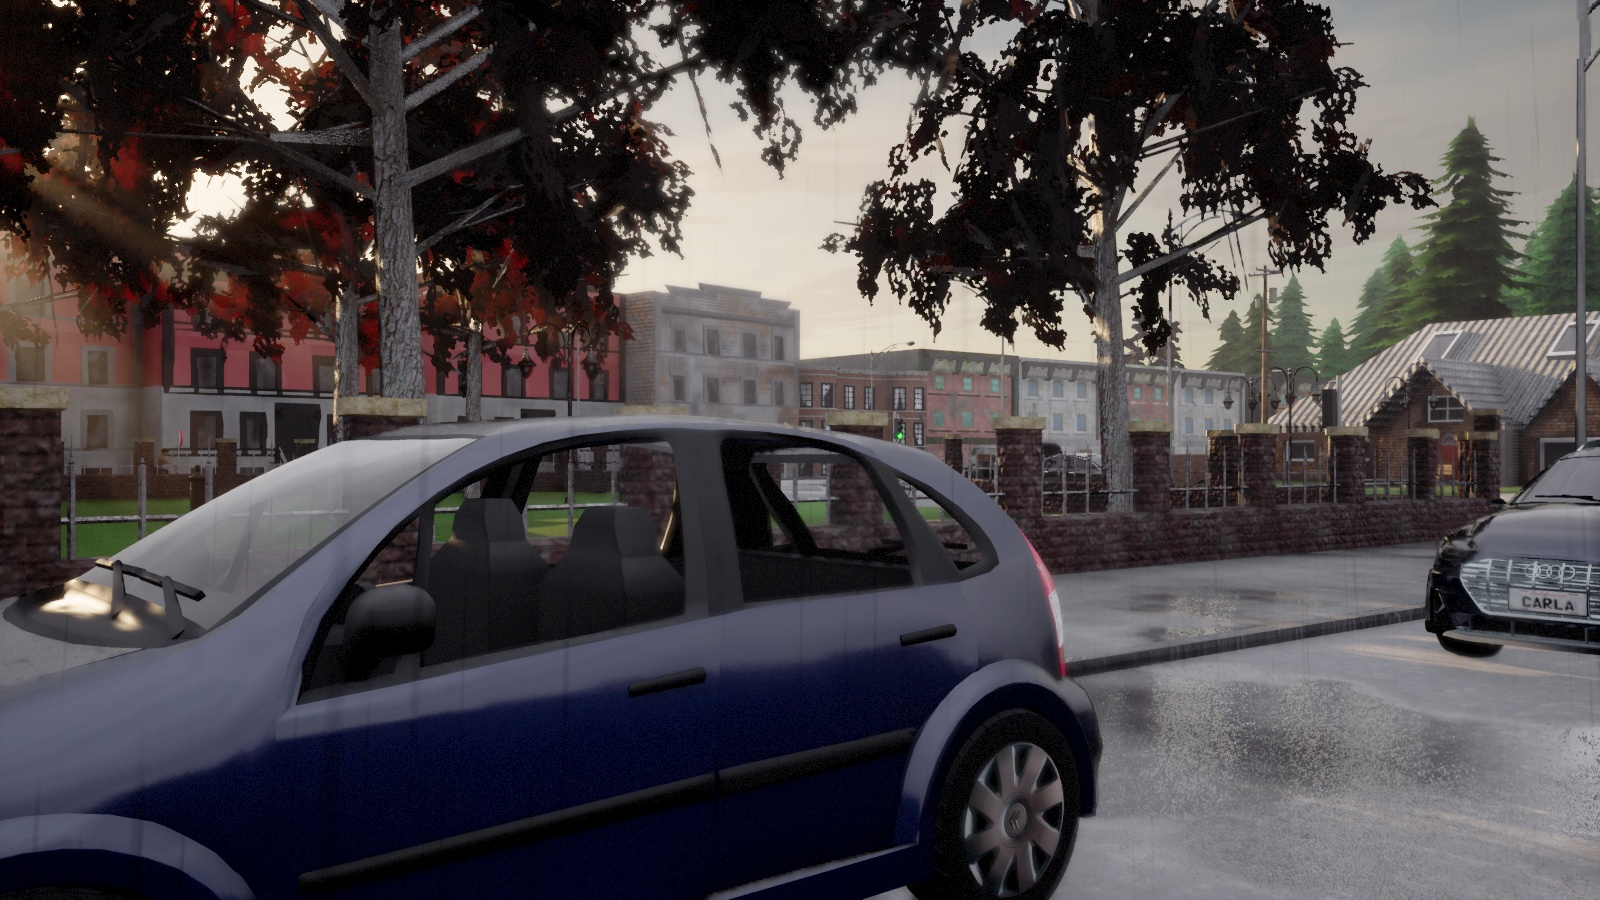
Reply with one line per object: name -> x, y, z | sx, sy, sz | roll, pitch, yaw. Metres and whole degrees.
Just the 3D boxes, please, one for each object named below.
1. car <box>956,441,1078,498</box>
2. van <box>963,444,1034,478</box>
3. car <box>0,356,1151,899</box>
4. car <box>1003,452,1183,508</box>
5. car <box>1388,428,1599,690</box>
car -> 7.413, 0.632, 43.193 | 1.905, 1.878, 3.866 | 0, 0, -37
van -> 12.174, 0.657, 76.907 | 4.442, 1.987, 1.775 | 0, 0, -38
car -> -0.932, 0.654, 3.663 | 3.988, 1.617, 1.851 | 0, 0, -40
car -> 8.322, 0.820, 36.042 | 1.837, 1.490, 4.892 | 0, 0, -40
car -> 6.666, 0.684, 9.715 | 4.856, 1.649, 2.033 | 0, 0, -41
